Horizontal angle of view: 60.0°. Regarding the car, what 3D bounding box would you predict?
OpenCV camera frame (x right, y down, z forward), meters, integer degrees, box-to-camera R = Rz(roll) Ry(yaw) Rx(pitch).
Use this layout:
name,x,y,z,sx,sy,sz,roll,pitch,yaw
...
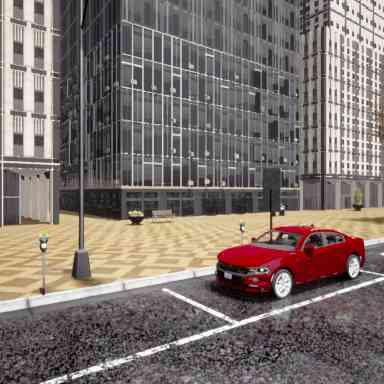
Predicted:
name,x,y,z,sx,sy,sz,roll,pitch,yaw
car,2.596,1.545,8.414,4.507,1.381,1.887,0,0,-36
